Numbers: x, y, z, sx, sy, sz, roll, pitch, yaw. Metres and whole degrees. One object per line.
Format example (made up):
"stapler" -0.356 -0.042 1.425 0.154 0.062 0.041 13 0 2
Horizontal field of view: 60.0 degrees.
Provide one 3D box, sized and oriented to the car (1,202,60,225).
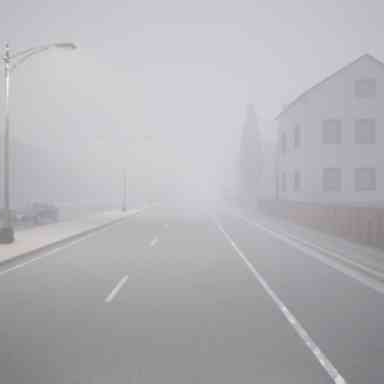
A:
"car" -11.493 1.501 24.654 2.128 1.511 4.902 0 0 1
